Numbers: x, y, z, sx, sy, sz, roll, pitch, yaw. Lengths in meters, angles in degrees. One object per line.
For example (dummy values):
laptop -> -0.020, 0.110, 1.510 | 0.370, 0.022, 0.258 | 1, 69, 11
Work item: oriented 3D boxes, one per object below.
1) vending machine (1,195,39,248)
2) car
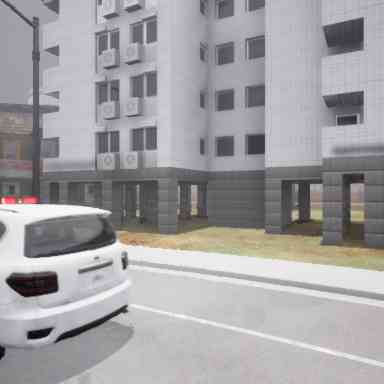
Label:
vending machine -> -7.198, 1.195, 13.927 | 0.880, 2.100, 1.100 | 0, 0, 21
car -> -3.647, 1.224, 5.759 | 5.566, 2.045, 2.150 | 0, 0, 28
